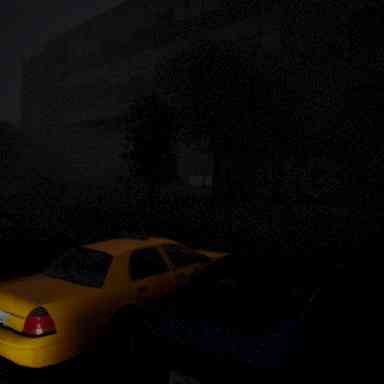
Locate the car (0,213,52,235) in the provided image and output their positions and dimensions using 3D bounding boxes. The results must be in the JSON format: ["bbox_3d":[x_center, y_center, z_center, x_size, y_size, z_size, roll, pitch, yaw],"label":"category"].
[{"bbox_3d":[-5.536,1.343,9.186,2.185,1.767,4.553,0,0,36],"label":"car"}]

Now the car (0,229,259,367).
[{"bbox_3d":[-0.859,1.472,6.120,1.946,1.575,5.366,0,0,35],"label":"car"}]
